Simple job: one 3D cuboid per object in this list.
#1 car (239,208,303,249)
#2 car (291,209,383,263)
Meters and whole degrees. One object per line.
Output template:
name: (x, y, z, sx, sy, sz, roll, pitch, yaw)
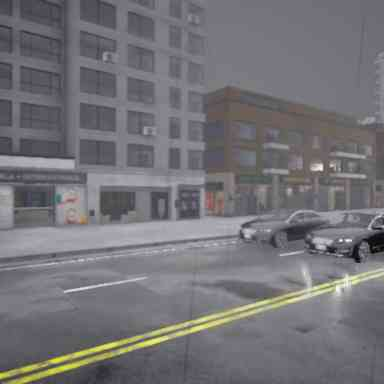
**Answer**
car: (4.207, 1.491, 14.667, 4.902, 1.511, 2.128, 0, 0, -35)
car: (6.100, 1.491, 12.024, 4.902, 1.511, 2.128, 0, 0, -35)
